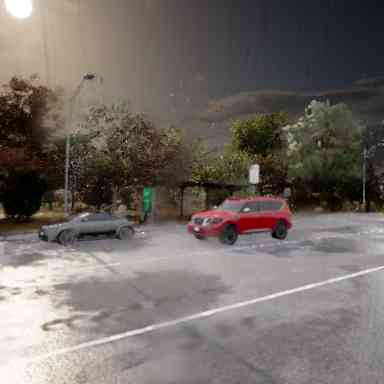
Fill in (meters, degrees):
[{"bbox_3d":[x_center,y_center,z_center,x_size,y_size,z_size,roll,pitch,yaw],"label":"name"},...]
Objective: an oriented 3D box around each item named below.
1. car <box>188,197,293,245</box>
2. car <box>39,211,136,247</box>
[{"bbox_3d":[2.494,1.288,16.168,5.566,2.045,2.150,1,0,-34],"label":"car"},{"bbox_3d":[-4.739,1.593,15.325,4.181,1.385,1.994,0,0,-35],"label":"car"}]
